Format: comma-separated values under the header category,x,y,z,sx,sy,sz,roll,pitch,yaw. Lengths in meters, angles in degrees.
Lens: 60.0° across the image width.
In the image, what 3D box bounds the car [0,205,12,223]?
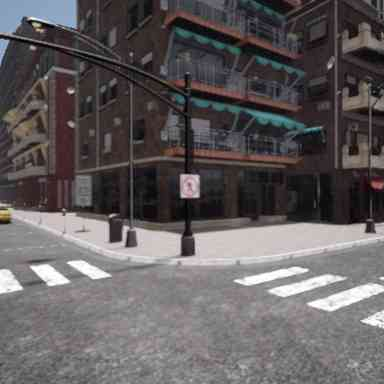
category,x,y,z,sx,sy,sz,roll,pitch,yaw
car,-14.576,1.553,24.776,1.752,1.417,4.829,0,0,-36
